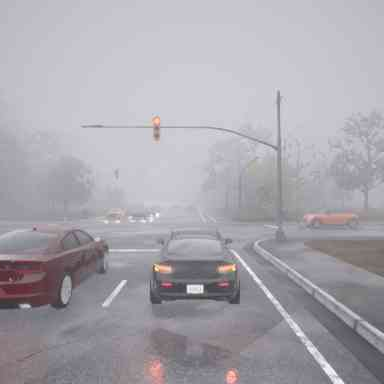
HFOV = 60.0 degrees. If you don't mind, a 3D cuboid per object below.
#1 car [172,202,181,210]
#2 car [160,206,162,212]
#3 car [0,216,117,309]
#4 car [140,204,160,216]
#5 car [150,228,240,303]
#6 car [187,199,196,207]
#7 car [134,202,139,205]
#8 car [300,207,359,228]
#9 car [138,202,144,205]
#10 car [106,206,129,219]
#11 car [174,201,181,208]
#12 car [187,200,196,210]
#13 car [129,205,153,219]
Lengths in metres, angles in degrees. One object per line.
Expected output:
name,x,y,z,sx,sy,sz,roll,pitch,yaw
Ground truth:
car,-3.649,3.350,76.936,1.895,1.301,4.718,0,0,0
car,-7.151,3.305,66.660,2.128,1.511,4.902,0,0,0
car,-3.433,1.555,8.081,1.882,1.535,5.008,0,-1,0
car,-7.194,3.251,56.603,2.128,1.511,4.902,0,-1,0
car,0.064,1.605,8.225,1.812,1.442,4.674,0,-1,0
car,-0.261,2.887,86.971,2.097,1.767,4.553,0,0,-4
car,-10.692,3.101,55.856,2.097,1.767,4.553,0,-1,0
car,11.754,2.161,28.625,4.553,1.767,2.097,0,-2,-2
car,-10.651,3.034,66.516,2.150,2.045,5.566,0,0,0
car,-10.688,3.028,46.997,1.882,1.535,5.008,0,-2,0
car,-3.769,3.220,86.847,1.812,1.442,4.674,0,0,-4
car,-0.150,3.298,77.237,1.994,1.385,4.181,0,0,0
car,-7.178,3.032,47.133,1.882,1.535,5.008,0,-2,1
